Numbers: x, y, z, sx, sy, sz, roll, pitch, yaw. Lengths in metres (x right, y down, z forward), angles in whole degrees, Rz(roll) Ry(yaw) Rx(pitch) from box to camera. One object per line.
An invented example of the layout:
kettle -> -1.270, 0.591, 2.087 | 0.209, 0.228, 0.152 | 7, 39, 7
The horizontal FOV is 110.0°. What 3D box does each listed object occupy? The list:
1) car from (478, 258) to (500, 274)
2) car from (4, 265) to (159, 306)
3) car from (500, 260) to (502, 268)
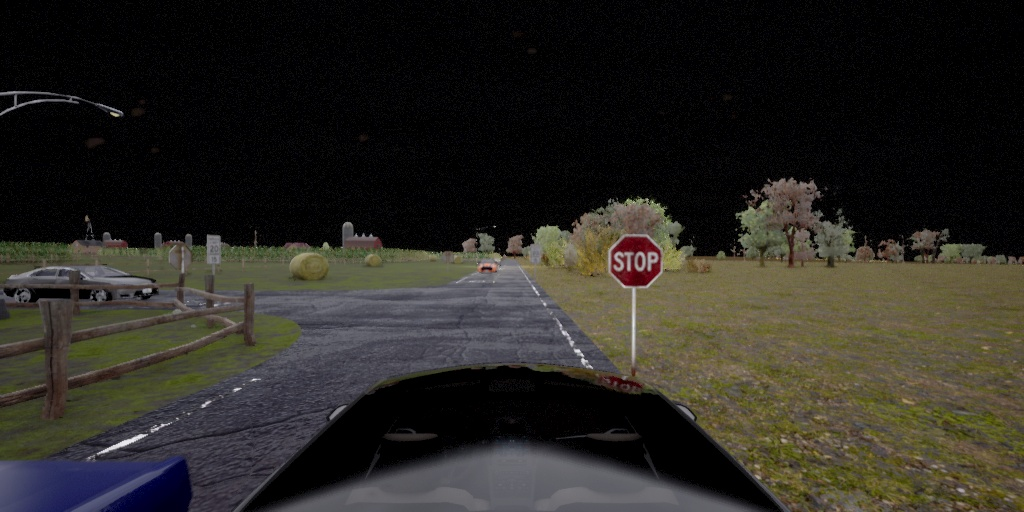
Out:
car -> -2.776, 1.099, 41.470 | 2.097, 1.767, 4.553 | 0, 0, 0
car -> -17.410, 1.143, 14.675 | 4.902, 1.511, 2.128 | 0, 1, -1
car -> -2.792, 1.178, 64.184 | 2.128, 1.511, 4.902 | 0, 0, 0
